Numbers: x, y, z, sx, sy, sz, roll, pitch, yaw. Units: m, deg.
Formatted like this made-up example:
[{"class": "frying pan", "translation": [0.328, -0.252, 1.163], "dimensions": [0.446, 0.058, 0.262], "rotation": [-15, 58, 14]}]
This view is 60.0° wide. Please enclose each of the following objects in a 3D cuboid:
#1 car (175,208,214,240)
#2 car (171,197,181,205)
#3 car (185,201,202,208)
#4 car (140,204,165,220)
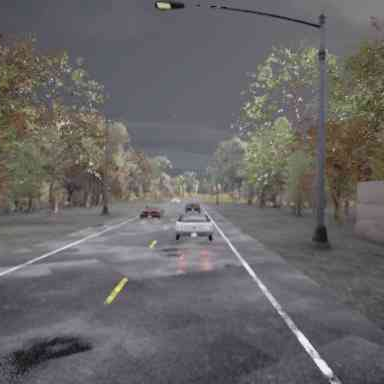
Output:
[{"class": "car", "translation": [0.107, 1.760, 18.018], "dimensions": [1.895, 1.301, 4.718], "rotation": [1, 0, 0]}, {"class": "car", "translation": [-3.491, 1.907, 71.373], "dimensions": [1.812, 1.442, 4.674], "rotation": [1, 0, 0]}, {"class": "car", "translation": [0.108, 1.836, 41.600], "dimensions": [1.837, 1.490, 4.892], "rotation": [1, 0, 0]}, {"class": "car", "translation": [-3.593, 1.802, 30.516], "dimensions": [1.895, 1.301, 4.718], "rotation": [1, 0, 0]}]
